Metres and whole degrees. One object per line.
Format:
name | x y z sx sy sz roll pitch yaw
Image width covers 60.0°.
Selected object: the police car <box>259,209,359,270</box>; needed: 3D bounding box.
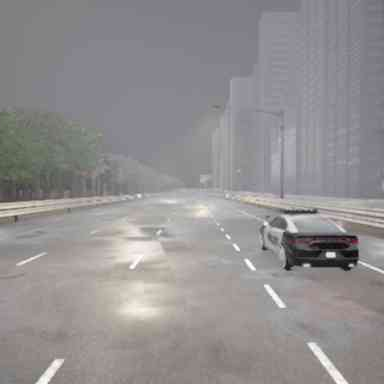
police car | 3.507 1.376 10.993 1.930 1.638 5.238 0 0 0
